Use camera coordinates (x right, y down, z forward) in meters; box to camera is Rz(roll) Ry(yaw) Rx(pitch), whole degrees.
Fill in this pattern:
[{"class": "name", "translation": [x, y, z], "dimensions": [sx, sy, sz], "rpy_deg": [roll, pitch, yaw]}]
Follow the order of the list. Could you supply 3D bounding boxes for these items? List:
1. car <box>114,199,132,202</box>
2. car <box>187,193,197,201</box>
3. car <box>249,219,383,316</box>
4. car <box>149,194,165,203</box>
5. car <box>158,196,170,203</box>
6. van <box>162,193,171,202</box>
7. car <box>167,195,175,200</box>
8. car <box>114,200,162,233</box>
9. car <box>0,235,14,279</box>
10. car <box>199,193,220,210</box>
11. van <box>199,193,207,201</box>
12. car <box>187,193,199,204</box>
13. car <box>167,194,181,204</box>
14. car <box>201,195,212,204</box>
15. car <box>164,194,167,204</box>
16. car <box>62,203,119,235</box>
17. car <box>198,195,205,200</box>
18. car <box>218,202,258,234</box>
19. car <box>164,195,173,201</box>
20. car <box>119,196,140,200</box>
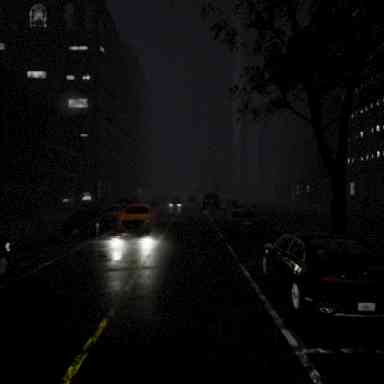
[{"class": "car", "translation": [-5.683, 1.488, 23.861], "dimensions": [1.752, 1.417, 4.829], "rpy_deg": [1, 0, 0]}, {"class": "car", "translation": [-0.012, 1.105, 74.466], "dimensions": [2.097, 1.767, 4.553], "rpy_deg": [0, 0, 0]}, {"class": "car", "translation": [2.700, 1.539, 7.322], "dimensions": [2.008, 1.369, 4.403], "rpy_deg": [1, 0, 0]}, {"class": "car", "translation": [-5.688, 1.468, 51.879], "dimensions": [1.887, 1.381, 4.507], "rpy_deg": [1, 0, 0]}, {"class": "car", "translation": [-5.690, 1.453, 68.588], "dimensions": [2.008, 1.369, 4.403], "rpy_deg": [1, 0, 0]}, {"class": "van", "translation": [-5.687, 1.236, 74.158], "dimensions": [1.690, 1.788, 3.998], "rpy_deg": [1, 0, 0]}, {"class": "car", "translation": [-5.693, 1.426, 90.866], "dimensions": [2.008, 1.369, 4.403], "rpy_deg": [1, 0, 0]}, {"class": "car", "translation": [-3.104, 1.446, 19.573], "dimensions": [1.882, 1.535, 5.008], "rpy_deg": [0, 0, 0]}, {"class": "car", "translation": [-5.680, 1.539, 7.322], "dimensions": [2.008, 1.369, 4.403], "rpy_deg": [1, 0, 0]}, {"class": "car", "translation": [2.387, 1.164, 42.454], "dimensions": [2.150, 2.045, 5.566], "rpy_deg": [0, 0, 0]}, {"class": "van", "translation": [2.692, 1.230, 79.728], "dimensions": [1.690, 1.788, 3.998], "rpy_deg": [1, 0, 0]}, {"class": "car", "translation": [-0.010, 1.416, 61.472], "dimensions": [1.837, 1.490, 4.892], "rpy_deg": [0, 0, 0]}, {"class": "car", "translation": [-3.054, 1.437, 61.055], "dimensions": [1.812, 1.442, 4.674], "rpy_deg": [0, 0, 1]}, {"class": "car", "translation": [2.693, 1.349, 63.019], "dimensions": [1.967, 1.590, 4.097], "rpy_deg": [1, 0, 0]}, {"class": "car", "translation": [-5.689, 1.475, 63.018], "dimensions": [1.947, 1.339, 4.313], "rpy_deg": [1, 0, 0]}, {"class": "car", "translation": [-5.683, 1.536, 18.462], "dimensions": [1.947, 1.339, 4.313], "rpy_deg": [1, 0, 0]}, {"class": "car", "translation": [2.687, 1.457, 90.866], "dimensions": [1.802, 1.307, 4.206], "rpy_deg": [1, 0, 0]}, {"class": "car", "translation": [2.698, 1.496, 18.632], "dimensions": [1.752, 1.417, 4.829], "rpy_deg": [1, 0, 0]}, {"class": "car", "translation": [-5.691, 1.414, 79.558], "dimensions": [1.752, 1.417, 4.829], "rpy_deg": [1, 0, 0]}, {"class": "car", "translation": [-5.680, 1.269, 29.601], "dimensions": [2.192, 1.841, 5.009], "rpy_deg": [1, 0, 0]}]
